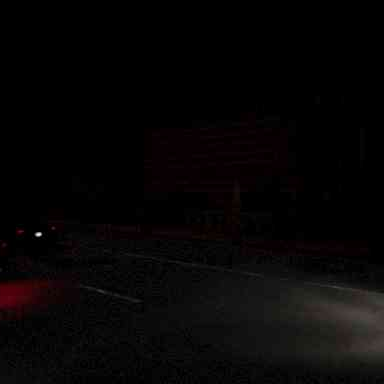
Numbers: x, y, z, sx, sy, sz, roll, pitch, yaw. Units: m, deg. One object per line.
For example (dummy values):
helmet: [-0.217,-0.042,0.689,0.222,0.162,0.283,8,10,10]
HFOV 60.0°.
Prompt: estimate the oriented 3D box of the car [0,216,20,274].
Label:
car: [-6.983,1.483,9.123,5.008,1.535,1.882,0,0,36]

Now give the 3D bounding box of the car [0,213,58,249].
car: [-7.429,1.576,13.782,4.181,1.385,1.994,0,0,36]
